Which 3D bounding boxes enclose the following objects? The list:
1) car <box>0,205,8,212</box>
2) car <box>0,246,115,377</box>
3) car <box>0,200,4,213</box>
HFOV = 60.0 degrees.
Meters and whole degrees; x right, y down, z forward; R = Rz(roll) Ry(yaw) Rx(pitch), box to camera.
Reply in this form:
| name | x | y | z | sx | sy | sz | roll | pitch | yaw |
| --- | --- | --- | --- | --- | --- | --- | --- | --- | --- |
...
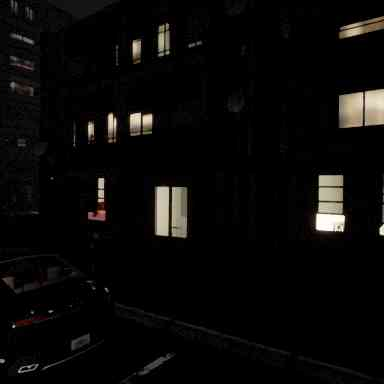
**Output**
| name | x | y | z | sx | sy | sz | roll | pitch | yaw |
| --- | --- | --- | --- | --- | --- | --- | --- | --- | --- |
| car | -21.837 | 1.653 | 33.809 | 2.033 | 1.411 | 5.357 | 1 | 0 | 36 |
| car | -3.103 | 1.549 | 5.230 | 4.403 | 1.369 | 2.008 | 0 | 1 | 36 |
| car | -23.287 | 1.622 | 36.212 | 2.008 | 1.369 | 4.403 | 1 | 0 | 36 |
